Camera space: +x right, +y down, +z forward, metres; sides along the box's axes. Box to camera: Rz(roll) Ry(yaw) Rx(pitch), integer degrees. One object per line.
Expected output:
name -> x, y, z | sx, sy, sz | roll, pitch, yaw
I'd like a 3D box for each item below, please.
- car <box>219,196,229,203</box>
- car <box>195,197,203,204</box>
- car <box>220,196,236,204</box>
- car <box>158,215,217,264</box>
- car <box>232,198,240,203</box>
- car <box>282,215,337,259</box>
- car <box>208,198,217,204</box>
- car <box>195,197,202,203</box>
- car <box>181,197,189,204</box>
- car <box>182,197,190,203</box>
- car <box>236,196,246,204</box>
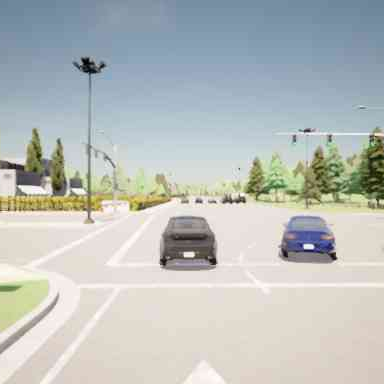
car -> 8.775, 2.001, 91.471 | 2.097, 1.767, 4.553 | 0, -1, 0
car -> 1.742, 2.204, 82.353 | 1.882, 1.535, 5.008 | 0, -1, 0
car -> 8.741, 1.948, 81.944 | 2.150, 2.045, 5.566 | 0, -1, 0
car -> -0.177, 1.615, 12.225 | 1.837, 1.490, 4.892 | 0, -1, -2
car -> 12.280, 2.327, 92.924 | 1.837, 1.490, 4.892 | 0, -1, 0
car -> 4.571, 1.644, 13.102 | 1.812, 1.442, 4.674 | -1, -1, 19
car -> 5.244, 2.327, 82.786 | 1.895, 1.301, 4.718 | 0, -1, 0
car -> 1.775, 2.124, 91.524 | 1.882, 1.535, 5.008 | 0, -1, 0
car -> -1.759, 2.247, 81.949 | 2.128, 1.511, 4.902 | 0, -1, 0
car -> -1.725, 2.186, 91.536 | 2.033, 1.411, 5.357 | 0, -1, 0
car -> 12.246, 1.968, 83.464 | 2.150, 2.045, 5.566 | 0, -1, 0
